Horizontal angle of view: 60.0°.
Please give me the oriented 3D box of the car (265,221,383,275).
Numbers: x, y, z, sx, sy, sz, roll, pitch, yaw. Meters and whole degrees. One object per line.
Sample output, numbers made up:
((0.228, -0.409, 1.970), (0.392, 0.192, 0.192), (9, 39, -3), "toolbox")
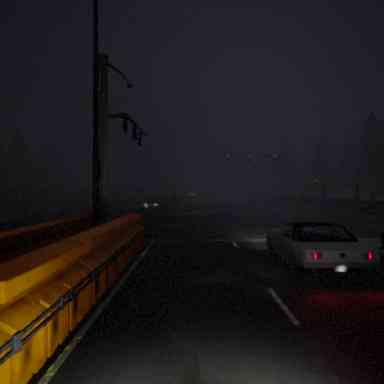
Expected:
((3.607, 1.551, 10.222), (1.895, 1.301, 4.718), (0, 0, 0), "car")

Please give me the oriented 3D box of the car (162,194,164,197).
((-6.821, 1.189, 72.328), (2.033, 1.411, 5.357), (0, 0, 0), "car")

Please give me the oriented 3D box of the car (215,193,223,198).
((7.220, 0.931, 88.440), (1.812, 1.442, 4.674), (0, 0, 0), "car")

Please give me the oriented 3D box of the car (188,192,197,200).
((0.195, 1.208, 78.486), (1.895, 1.301, 4.718), (0, 0, 0), "car")

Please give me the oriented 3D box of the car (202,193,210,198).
((3.720, 0.958, 88.449), (1.994, 1.385, 4.181), (0, 0, 0), "car")

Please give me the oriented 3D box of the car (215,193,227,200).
((7.194, 1.094, 78.021), (1.882, 1.535, 5.008), (0, 0, 0), "car")

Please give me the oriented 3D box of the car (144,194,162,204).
((-6.908, 1.075, 57.099), (2.097, 1.767, 4.553), (0, 0, 1), "car")

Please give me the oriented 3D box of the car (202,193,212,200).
((3.694, 1.093, 78.030), (1.882, 1.535, 5.008), (0, 0, 0), "car")
